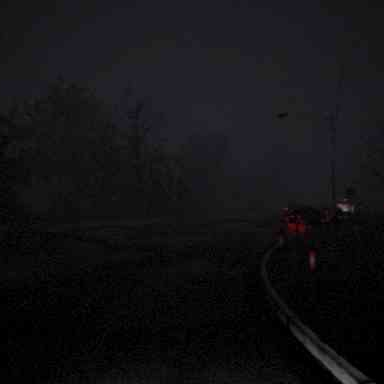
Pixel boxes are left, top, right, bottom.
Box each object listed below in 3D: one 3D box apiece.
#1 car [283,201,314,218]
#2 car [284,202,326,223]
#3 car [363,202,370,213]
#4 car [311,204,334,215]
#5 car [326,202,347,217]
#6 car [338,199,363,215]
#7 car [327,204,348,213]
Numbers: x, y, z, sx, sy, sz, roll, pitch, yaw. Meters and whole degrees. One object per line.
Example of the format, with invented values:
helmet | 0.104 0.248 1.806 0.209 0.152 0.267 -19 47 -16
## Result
car | 12.210 1.943 37.918 2.097 1.767 4.553 -1 -2 36
car | 9.616 1.810 28.271 1.837 1.490 4.892 -1 -2 34
car | 26.528 2.367 52.378 2.097 1.767 4.553 -1 -2 36
car | 18.152 2.400 46.266 1.994 1.385 4.181 -1 -2 36
car | 15.224 2.116 36.586 1.994 1.385 4.181 -1 -2 36
car | 21.054 2.012 44.747 2.150 2.045 5.566 -1 -2 36
car | 23.662 2.609 53.952 2.033 1.411 5.357 -1 -2 36
